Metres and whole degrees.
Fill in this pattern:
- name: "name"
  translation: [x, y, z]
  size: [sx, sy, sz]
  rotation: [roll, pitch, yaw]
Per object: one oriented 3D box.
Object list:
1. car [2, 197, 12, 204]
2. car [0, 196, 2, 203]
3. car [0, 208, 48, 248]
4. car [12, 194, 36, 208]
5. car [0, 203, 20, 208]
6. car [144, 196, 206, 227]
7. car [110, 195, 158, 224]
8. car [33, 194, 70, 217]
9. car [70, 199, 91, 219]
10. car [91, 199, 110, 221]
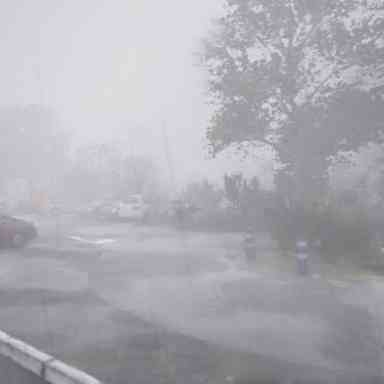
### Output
- name: "car"
  translation: [-16.621, 1.467, 35.247]
  size: [1.946, 1.575, 5.366]
  rotation: [0, 0, 36]
- name: "car"
  translation: [-18.885, 1.463, 36.654]
  size: [2.097, 1.535, 5.008]
  rotation: [0, 0, 36]
- name: "car"
  translation: [-8.552, 1.560, 13.119]
  size: [2.002, 1.452, 4.674]
  rotation: [0, -1, 36]
- name: "car"
  translation: [-14.452, 1.226, 33.493]
  size: [2.435, 2.045, 5.566]
  rotation: [0, 0, 36]
- name: "car"
  translation: [-10.814, 1.510, 14.499]
  size: [1.946, 1.575, 5.366]
  rotation: [0, 0, 36]
- name: "car"
  translation: [-0.821, 1.393, 23.613]
  size: [2.185, 1.767, 4.553]
  rotation: [0, 0, 36]
- name: "car"
  translation: [-3.047, 1.261, 25.288]
  size: [2.435, 2.045, 5.566]
  rotation: [0, 0, 36]
- name: "car"
  translation: [-12.125, 1.359, 31.745]
  size: [2.185, 1.767, 4.553]
  rotation: [0, 0, 36]
- name: "car"
  translation: [-7.669, 1.372, 28.616]
  size: [2.185, 1.767, 4.553]
  rotation: [0, 0, 36]
- name: "car"
  translation: [-5.408, 1.379, 26.990]
  size: [2.185, 1.767, 4.553]
  rotation: [0, 0, 36]
